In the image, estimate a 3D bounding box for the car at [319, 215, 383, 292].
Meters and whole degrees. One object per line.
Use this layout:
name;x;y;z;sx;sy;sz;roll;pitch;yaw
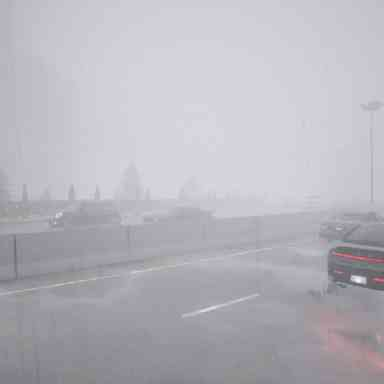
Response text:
car;5.155;1.508;8.250;4.892;1.490;1.837;0;0;-41

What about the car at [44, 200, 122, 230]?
car;-6.884;1.367;21.184;4.553;1.767;2.097;0;0;-41

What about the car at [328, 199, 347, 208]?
car;18.096;1.641;41.197;1.812;1.442;4.674;0;0;29

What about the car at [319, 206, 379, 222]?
car;7.772;1.564;15.401;2.033;1.411;5.357;0;0;45

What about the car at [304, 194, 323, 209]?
car;17.232;1.372;47.084;2.150;2.045;5.566;0;0;26

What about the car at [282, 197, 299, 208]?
car;15.064;1.528;50.813;2.097;1.767;4.553;0;0;23

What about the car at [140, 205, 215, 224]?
car;-0.805;1.573;21.976;5.357;1.411;2.033;0;0;-45
